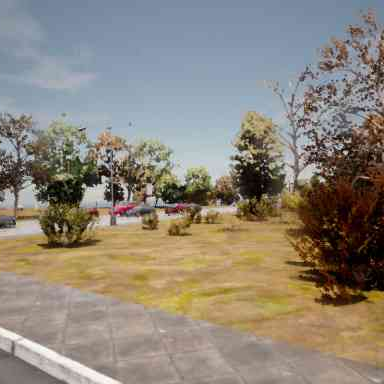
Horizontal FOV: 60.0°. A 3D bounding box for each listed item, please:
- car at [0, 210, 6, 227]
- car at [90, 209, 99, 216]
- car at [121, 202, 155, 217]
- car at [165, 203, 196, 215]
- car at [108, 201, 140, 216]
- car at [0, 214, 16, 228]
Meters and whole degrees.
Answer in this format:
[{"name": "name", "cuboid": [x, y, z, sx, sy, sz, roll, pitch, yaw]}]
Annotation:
[{"name": "car", "cuboid": [-19.771, 2.531, 29.860, 1.882, 1.535, 5.008, -3, -2, 35]}, {"name": "car", "cuboid": [-12.154, 2.387, 35.185, 1.882, 1.535, 5.008, -3, -2, 33]}, {"name": "car", "cuboid": [-6.732, 2.481, 43.786, 1.812, 1.442, 4.674, -3, -2, 32]}, {"name": "car", "cuboid": [-1.637, 2.284, 44.989, 1.882, 1.535, 5.008, -3, -2, 32]}, {"name": "car", "cuboid": [-9.141, 2.345, 46.556, 2.150, 2.045, 5.566, -3, -2, 32]}, {"name": "car", "cuboid": [-17.023, 2.455, 27.696, 1.994, 1.385, 4.181, -3, -2, 34]}]
